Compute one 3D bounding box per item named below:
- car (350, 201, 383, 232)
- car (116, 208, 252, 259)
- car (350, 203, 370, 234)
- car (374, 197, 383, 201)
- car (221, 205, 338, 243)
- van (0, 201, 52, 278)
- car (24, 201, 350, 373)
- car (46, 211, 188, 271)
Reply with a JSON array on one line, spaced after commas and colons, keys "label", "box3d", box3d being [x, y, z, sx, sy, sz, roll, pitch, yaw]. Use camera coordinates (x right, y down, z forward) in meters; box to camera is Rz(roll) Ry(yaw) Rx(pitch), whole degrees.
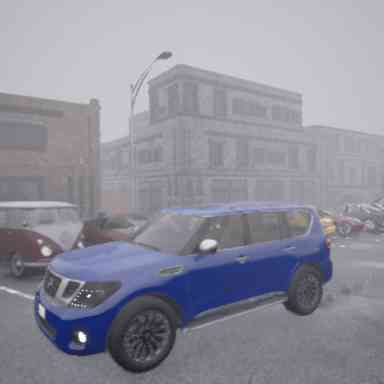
[{"label": "car", "box3d": [9.264, 1.499, 20.140, 4.892, 1.521, 2.231, -1, -1, 35]}, {"label": "car", "box3d": [-0.461, 1.489, 13.468, 5.366, 1.575, 1.946, -1, -1, 35]}, {"label": "car", "box3d": [6.892, 1.524, 18.427, 4.792, 1.488, 2.163, -1, -1, 35]}, {"label": "car", "box3d": [11.631, 1.375, 21.871, 4.553, 1.767, 2.185, -1, -1, 35]}, {"label": "car", "box3d": [4.321, 1.492, 16.857, 5.366, 1.575, 1.946, -1, -1, 35]}, {"label": "van", "box3d": [-4.993, 1.261, 9.901, 4.442, 1.987, 1.878, -1, -1, 35]}, {"label": "car", "box3d": [0.264, 1.224, 6.017, 5.566, 2.045, 2.150, 0, 0, -35]}, {"label": "car", "box3d": [-2.725, 1.519, 11.677, 4.792, 1.488, 2.163, -1, -1, 35]}]
